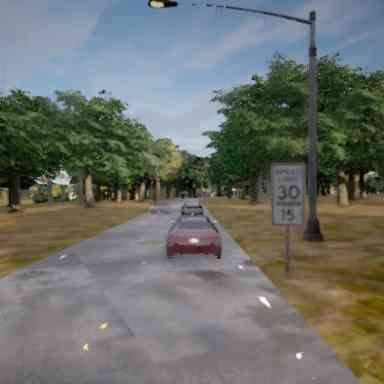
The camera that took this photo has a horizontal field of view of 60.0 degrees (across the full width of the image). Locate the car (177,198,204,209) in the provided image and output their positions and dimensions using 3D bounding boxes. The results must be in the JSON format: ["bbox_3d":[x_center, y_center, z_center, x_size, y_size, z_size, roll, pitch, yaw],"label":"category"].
[{"bbox_3d":[0.034,1.540,28.662,2.128,1.511,4.902,0,0,0],"label":"car"}]

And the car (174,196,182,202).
[{"bbox_3d":[-3.158,1.635,75.157,1.895,1.301,4.718,0,0,0],"label":"car"}]

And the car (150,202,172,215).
[{"bbox_3d":[-3.169,1.660,34.296,1.895,1.301,4.718,0,0,0],"label":"car"}]

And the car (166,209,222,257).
[{"bbox_3d":[0.066,1.583,12.977,1.994,1.385,4.181,0,0,0],"label":"car"}]
